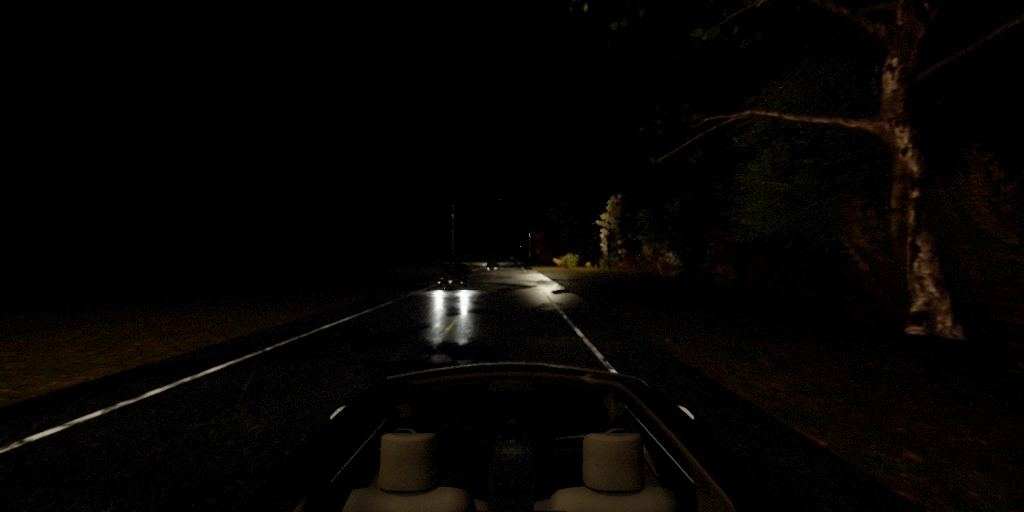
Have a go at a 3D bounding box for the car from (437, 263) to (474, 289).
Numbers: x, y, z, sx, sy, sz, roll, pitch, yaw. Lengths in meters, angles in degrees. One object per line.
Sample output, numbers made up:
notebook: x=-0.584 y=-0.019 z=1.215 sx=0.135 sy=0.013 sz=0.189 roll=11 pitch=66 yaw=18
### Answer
car: x=-3.600 y=1.258 z=23.363 sx=1.837 sy=1.490 sz=4.892 roll=0 pitch=0 yaw=0

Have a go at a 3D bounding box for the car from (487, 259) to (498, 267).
car: x=-3.518 y=1.307 z=64.705 sx=2.033 sy=1.411 sz=5.357 roll=0 pitch=0 yaw=0
